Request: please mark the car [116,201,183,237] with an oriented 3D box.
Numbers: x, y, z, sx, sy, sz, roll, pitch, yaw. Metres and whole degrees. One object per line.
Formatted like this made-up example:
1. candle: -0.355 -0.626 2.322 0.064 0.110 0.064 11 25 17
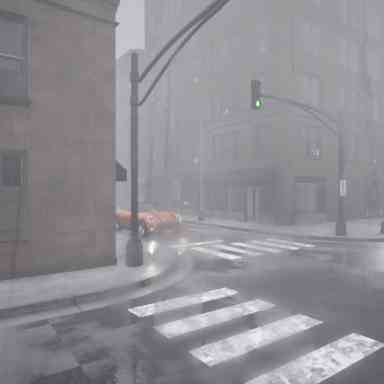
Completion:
1. car: -2.372 1.262 17.511 2.097 1.767 4.553 0 0 -35
